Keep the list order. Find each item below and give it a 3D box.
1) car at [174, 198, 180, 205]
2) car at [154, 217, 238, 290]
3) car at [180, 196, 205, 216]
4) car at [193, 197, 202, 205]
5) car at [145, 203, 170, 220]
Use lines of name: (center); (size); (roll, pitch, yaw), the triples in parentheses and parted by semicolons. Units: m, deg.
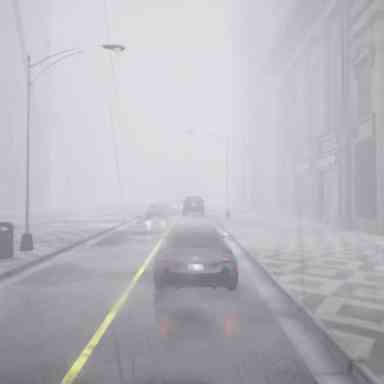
car: (-2.873, 2.033, 71.972); (1.895, 1.301, 4.718); (0, 0, 0)
car: (0.099, 1.620, 9.277); (1.994, 1.385, 4.181); (0, 0, 0)
car: (0.161, 1.425, 35.113); (2.150, 2.045, 5.566); (0, 0, 0)
car: (1.178, 1.909, 73.170); (1.801, 1.575, 5.366); (0, 0, 0)
car: (-3.049, 1.722, 30.437); (2.033, 1.411, 5.357); (0, 0, 0)
